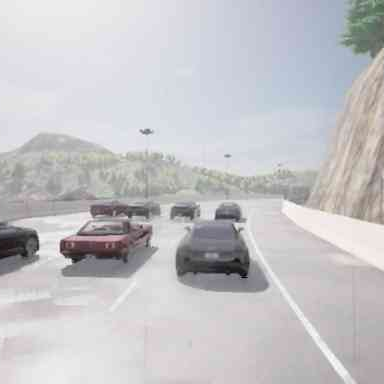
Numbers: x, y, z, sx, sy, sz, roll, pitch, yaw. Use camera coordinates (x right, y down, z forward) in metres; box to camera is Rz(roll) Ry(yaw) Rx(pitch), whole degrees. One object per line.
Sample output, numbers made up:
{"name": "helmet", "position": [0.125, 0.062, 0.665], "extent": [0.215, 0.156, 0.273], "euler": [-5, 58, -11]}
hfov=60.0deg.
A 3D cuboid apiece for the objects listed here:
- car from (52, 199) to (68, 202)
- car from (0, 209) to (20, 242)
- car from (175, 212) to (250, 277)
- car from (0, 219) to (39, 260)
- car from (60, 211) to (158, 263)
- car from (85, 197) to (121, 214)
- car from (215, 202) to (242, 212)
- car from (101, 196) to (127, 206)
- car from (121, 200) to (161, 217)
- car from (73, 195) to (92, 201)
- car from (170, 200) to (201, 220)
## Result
{"name": "car", "position": [-21.899, 1.192, 57.069], "extent": [2.097, 1.767, 4.553], "euler": [0, 0, 18]}
{"name": "car", "position": [-9.495, 1.519, 14.016], "extent": [1.994, 1.385, 4.181], "euler": [0, 0, 6]}
{"name": "car", "position": [0.665, 1.542, 10.236], "extent": [1.994, 1.385, 4.181], "euler": [0, 0, 5]}
{"name": "car", "position": [-6.400, 1.460, 9.736], "extent": [2.128, 1.511, 4.902], "euler": [0, 0, 5]}
{"name": "car", "position": [-2.707, 1.570, 11.797], "extent": [1.895, 1.301, 4.718], "euler": [0, 0, 5]}
{"name": "car", "position": [-7.210, 1.400, 29.594], "extent": [1.882, 1.535, 5.008], "euler": [0, 0, 11]}
{"name": "car", "position": [3.031, 1.507, 27.235], "extent": [1.994, 1.385, 4.181], "euler": [0, 0, 11]}
{"name": "car", "position": [-12.319, 1.389, 52.657], "extent": [1.812, 1.442, 4.674], "euler": [0, 0, 18]}
{"name": "car", "position": [-3.968, 1.436, 27.936], "extent": [1.837, 1.490, 4.892], "euler": [0, 0, 11]}
{"name": "car", "position": [-18.303, 1.198, 56.789], "extent": [2.097, 1.767, 4.553], "euler": [0, 0, 18]}
{"name": "car", "position": [-0.477, 1.441, 27.544], "extent": [1.837, 1.490, 4.892], "euler": [0, 0, 11]}
